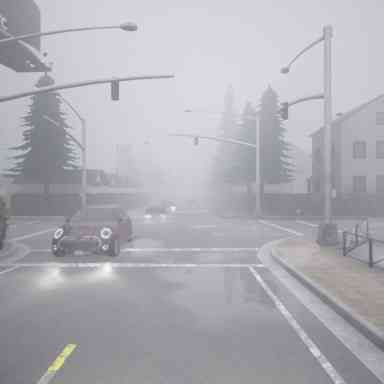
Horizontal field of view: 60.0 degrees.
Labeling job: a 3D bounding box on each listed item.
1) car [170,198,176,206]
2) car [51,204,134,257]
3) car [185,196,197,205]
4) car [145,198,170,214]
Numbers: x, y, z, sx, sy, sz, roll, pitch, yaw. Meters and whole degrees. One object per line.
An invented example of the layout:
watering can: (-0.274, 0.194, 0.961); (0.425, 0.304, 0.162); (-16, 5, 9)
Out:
car: (-3.648, 1.601, 52.912); (1.895, 1.301, 4.718); (0, 0, 0)
car: (-3.637, 1.323, 12.885); (2.097, 1.767, 4.553); (0, 1, 0)
car: (-0.100, 1.491, 59.300); (2.128, 1.511, 4.902); (0, 0, 0)
car: (-3.657, 1.526, 34.747); (1.812, 1.442, 4.674); (0, 0, 0)
